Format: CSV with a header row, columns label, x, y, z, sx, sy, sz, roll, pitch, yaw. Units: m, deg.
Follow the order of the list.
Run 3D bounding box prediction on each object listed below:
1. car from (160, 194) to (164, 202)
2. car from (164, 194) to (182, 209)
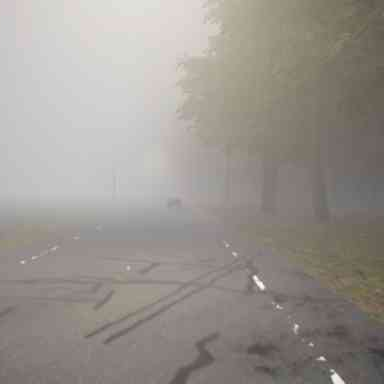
label,x,y,z,sx,sy,sz,roll,pitch,yaw
car,-4.916,1.125,62.874,2.033,1.411,5.357,0,1,-9
car,-2.356,1.375,43.524,1.837,1.490,4.892,0,1,-6
